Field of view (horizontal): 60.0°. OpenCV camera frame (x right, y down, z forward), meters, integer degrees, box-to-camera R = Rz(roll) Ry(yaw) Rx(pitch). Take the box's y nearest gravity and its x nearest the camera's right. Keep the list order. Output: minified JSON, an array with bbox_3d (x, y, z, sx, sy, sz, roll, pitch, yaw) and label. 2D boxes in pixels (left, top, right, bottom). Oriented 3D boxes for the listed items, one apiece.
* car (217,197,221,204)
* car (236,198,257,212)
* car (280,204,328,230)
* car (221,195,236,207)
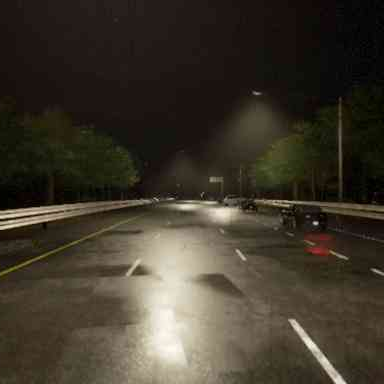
[{"bbox_3d":[7.340,2.066,82.313,2.097,1.767,4.553,0,-1,0],"label":"car"},{"bbox_3d":[7.081,1.723,42.171,1.812,1.442,4.674,0,-1,0],"label":"car"},{"bbox_3d":[7.017,1.548,21.291,1.837,1.490,4.892,0,0,0],"label":"car"},{"bbox_3d":[7.188,1.668,62.251,2.150,2.045,5.566,0,-1,0],"label":"car"}]
